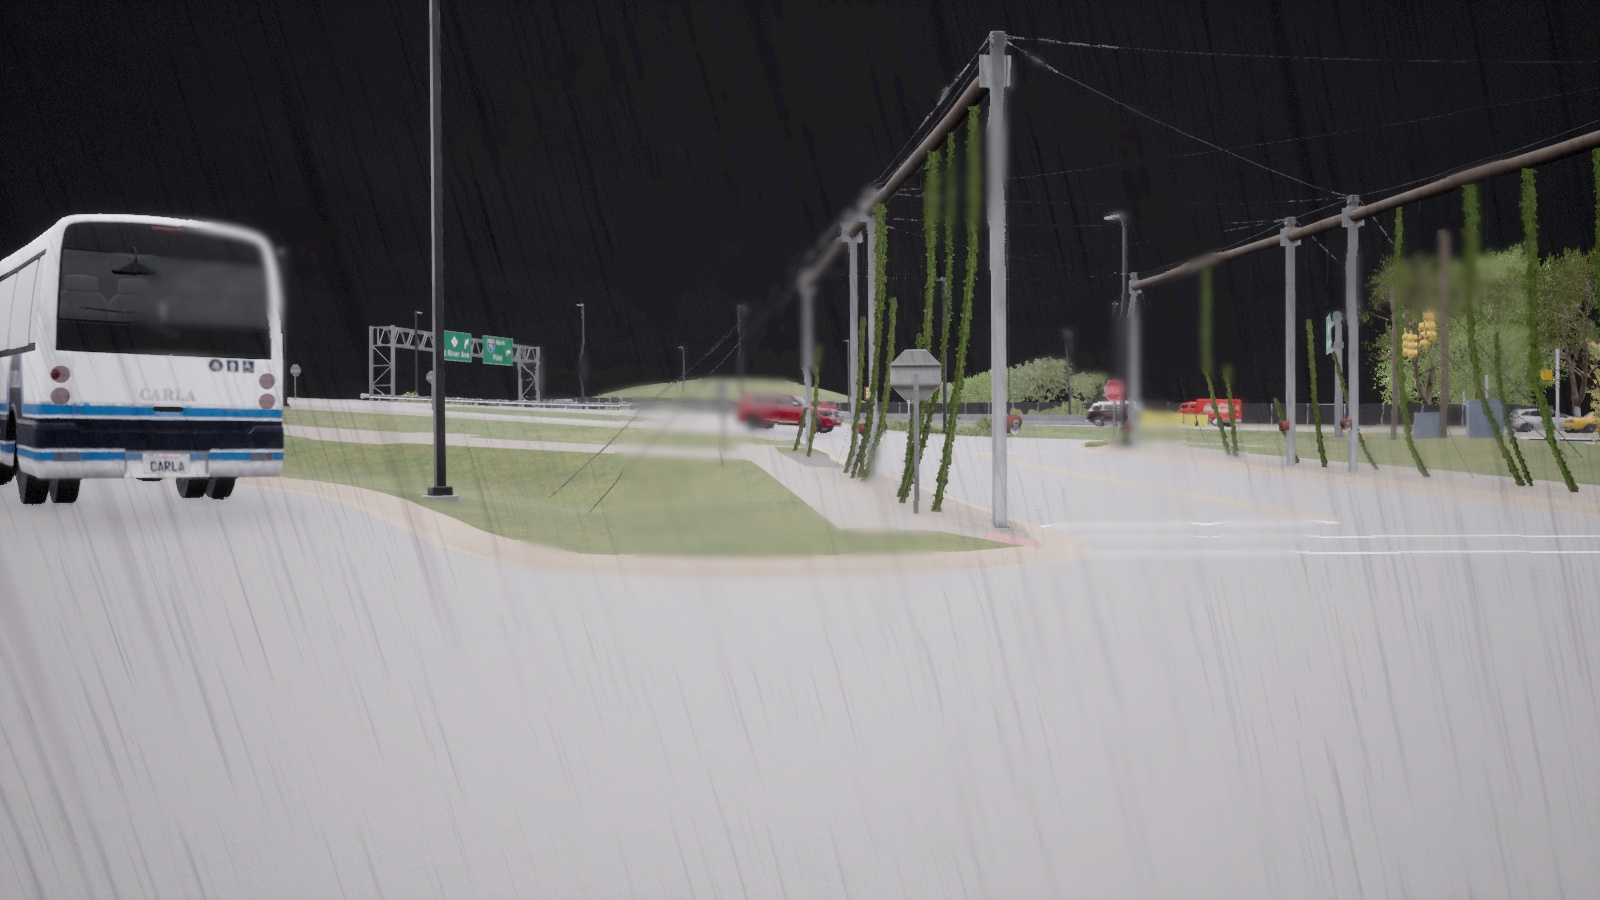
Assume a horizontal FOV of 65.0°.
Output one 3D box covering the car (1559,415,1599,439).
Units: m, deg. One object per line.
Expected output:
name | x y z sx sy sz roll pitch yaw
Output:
car | 52.872 -1.464 82.031 5.366 1.575 1.801 2 1 20

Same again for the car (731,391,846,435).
car | -0.626 -1.959 65.977 5.566 2.045 2.150 3 2 21

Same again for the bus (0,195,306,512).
bus | -12.353 -1.472 22.123 3.944 4.253 10.273 1 2 -38
